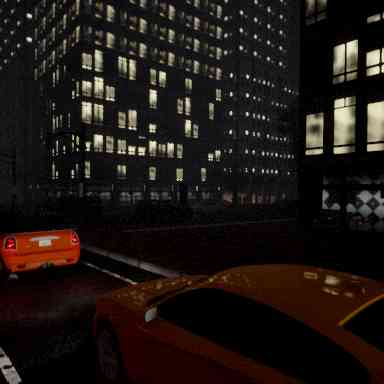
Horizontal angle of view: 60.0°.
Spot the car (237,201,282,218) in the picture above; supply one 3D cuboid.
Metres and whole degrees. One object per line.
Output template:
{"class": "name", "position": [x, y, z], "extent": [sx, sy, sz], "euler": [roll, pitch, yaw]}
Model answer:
{"class": "car", "position": [6.660, 1.830, 33.906], "extent": [4.829, 1.417, 1.752], "euler": [1, 0, -39]}

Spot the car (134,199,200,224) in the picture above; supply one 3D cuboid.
{"class": "car", "position": [-2.211, 1.521, 26.669], "extent": [5.009, 1.841, 2.192], "euler": [1, 0, -39]}

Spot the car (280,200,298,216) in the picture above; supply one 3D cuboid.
{"class": "car", "position": [10.899, 1.933, 37.363], "extent": [4.206, 1.307, 1.802], "euler": [1, 0, -39]}

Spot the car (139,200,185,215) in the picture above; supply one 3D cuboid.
{"class": "car", "position": [-3.273, 1.645, 36.619], "extent": [4.829, 1.417, 1.752], "euler": [1, 0, -39]}

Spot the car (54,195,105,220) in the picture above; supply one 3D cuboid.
{"class": "car", "position": [-10.091, 1.288, 27.699], "extent": [5.566, 2.045, 2.150], "euler": [1, 1, -39]}

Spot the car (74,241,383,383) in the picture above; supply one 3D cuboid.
{"class": "car", "position": [0.749, 1.476, 3.245], "extent": [1.882, 1.535, 5.008], "euler": [0, 0, -40]}

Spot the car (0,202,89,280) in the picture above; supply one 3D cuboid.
{"class": "car", "position": [-5.193, 1.346, 10.285], "extent": [2.097, 1.767, 4.553], "euler": [0, 0, -40]}

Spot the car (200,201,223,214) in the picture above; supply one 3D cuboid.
{"class": "car", "position": [1.422, 1.721, 37.094], "extent": [4.674, 1.442, 1.812], "euler": [0, 1, -39]}

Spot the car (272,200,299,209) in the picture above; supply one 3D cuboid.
{"class": "car", "position": [14.336, 1.878, 50.979], "extent": [4.313, 1.339, 1.947], "euler": [1, 0, -39]}
